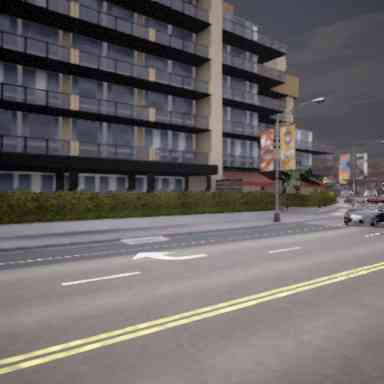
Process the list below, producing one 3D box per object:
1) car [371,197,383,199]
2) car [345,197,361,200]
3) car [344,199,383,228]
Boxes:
[{"bbox_3d":[33.113,1.548,58.890,1.895,1.301,4.718,0,0,1],"label":"car"},{"bbox_3d":[29.575,1.524,60.633,1.994,1.385,4.181,0,0,-2],"label":"car"},{"bbox_3d":[11.917,1.480,22.489,2.128,1.511,4.902,0,0,45],"label":"car"}]
